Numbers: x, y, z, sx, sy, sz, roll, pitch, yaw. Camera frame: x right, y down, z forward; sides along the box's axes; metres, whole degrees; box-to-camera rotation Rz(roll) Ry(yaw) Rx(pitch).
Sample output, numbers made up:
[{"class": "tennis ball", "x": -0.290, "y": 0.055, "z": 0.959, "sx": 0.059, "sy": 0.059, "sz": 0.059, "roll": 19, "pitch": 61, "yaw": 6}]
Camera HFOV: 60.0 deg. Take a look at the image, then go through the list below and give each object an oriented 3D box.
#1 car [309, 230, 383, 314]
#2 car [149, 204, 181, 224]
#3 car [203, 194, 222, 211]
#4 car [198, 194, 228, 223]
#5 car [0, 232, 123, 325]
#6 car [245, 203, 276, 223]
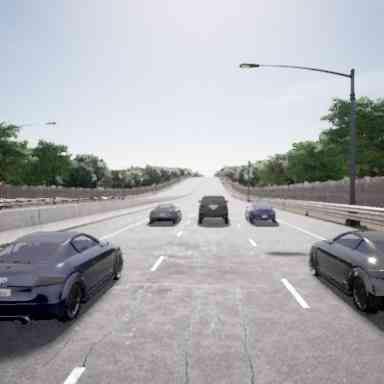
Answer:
[{"class": "car", "x": 4.132, "y": 1.553, "z": 7.542, "sx": 1.994, "sy": 1.385, "sz": 4.181, "roll": 0, "pitch": 0, "yaw": 3}, {"class": "car", "x": -1.914, "y": 1.549, "z": 24.759, "sx": 1.994, "sy": 1.385, "sz": 4.181, "roll": 0, "pitch": 0, "yaw": 3}, {"class": "car", "x": 2.564, "y": 1.243, "z": 42.112, "sx": 2.150, "sy": 2.045, "sz": 5.566, "roll": 0, "pitch": 0, "yaw": 3}, {"class": "car", "x": 1.654, "y": 1.215, "z": 25.843, "sx": 2.150, "sy": 2.045, "sz": 5.566, "roll": 0, "pitch": 0, "yaw": 3}, {"class": "car", "x": -2.897, "y": 1.546, "z": 7.229, "sx": 1.994, "sy": 1.385, "sz": 4.181, "roll": 0, "pitch": 0, "yaw": 3}, {"class": "car", "x": 5.115, "y": 1.519, "z": 25.081, "sx": 1.812, "sy": 1.442, "sz": 4.674, "roll": 0, "pitch": 0, "yaw": 3}]
